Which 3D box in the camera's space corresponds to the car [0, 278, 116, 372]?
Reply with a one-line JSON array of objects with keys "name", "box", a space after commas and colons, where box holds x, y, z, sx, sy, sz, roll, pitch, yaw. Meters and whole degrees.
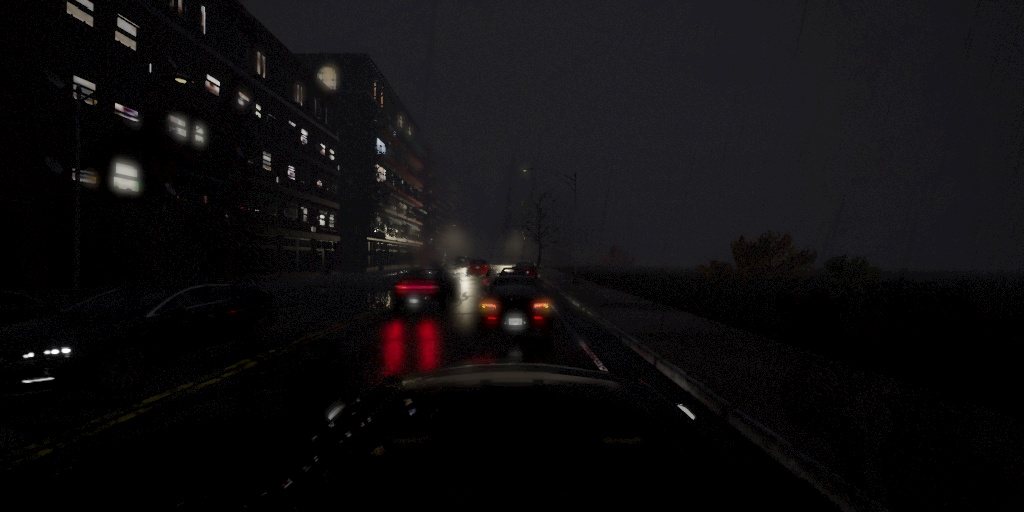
[{"name": "car", "box": [-9.860, 1.242, 5.516, 2.128, 1.511, 4.902, 0, 0, 0]}]

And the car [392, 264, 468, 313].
[{"name": "car", "box": [-3.182, 1.242, 14.033, 2.128, 1.511, 4.902, 0, 0, 0]}]

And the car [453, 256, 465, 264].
[{"name": "car", "box": [-6.723, 0.975, 49.927, 2.150, 2.045, 5.566, 0, 0, 0]}]

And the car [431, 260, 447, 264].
[{"name": "car", "box": [-9.971, 1.301, 48.733, 2.033, 1.411, 5.357, 0, 0, 0]}]

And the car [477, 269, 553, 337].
[{"name": "car", "box": [0.070, 1.277, 10.183, 1.812, 1.442, 4.674, 0, 0, 0]}]

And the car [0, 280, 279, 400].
[{"name": "car", "box": [-6.614, 1.242, 6.746, 2.128, 1.511, 4.902, 0, 0, 0]}]

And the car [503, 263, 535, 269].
[{"name": "car", "box": [0.053, 1.317, 20.350, 1.994, 1.385, 4.181, 0, 0, 0]}]

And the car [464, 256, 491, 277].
[{"name": "car", "box": [-3.239, 1.105, 36.050, 2.097, 1.767, 4.553, 0, 0, 0]}]

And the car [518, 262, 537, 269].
[{"name": "car", "box": [1.065, 1.232, 29.878, 1.882, 1.535, 5.008, 0, 0, 0]}]
